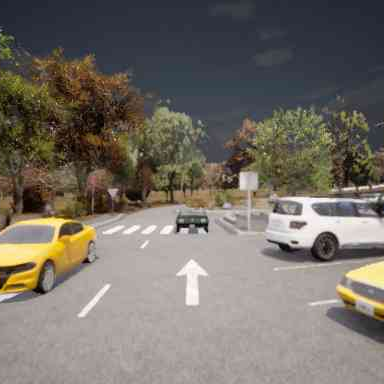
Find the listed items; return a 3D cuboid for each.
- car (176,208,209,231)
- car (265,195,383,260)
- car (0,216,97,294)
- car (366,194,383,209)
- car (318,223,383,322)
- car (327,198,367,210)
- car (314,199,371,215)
[{"bbox_3d":[-0.008,1.602,20.489,1.895,1.301,4.718,0,0,-1],"label":"car"},{"bbox_3d":[5.390,1.234,12.180,5.566,2.045,2.435,1,0,-20],"label":"car"},{"bbox_3d":[-4.086,1.478,8.992,1.882,1.535,5.008,0,0,1],"label":"car"},{"bbox_3d":[27.042,1.252,45.349,2.435,2.045,5.566,1,-1,-22],"label":"car"},{"bbox_3d":[5.200,1.480,6.087,5.366,1.575,1.946,1,0,-20],"label":"car"},{"bbox_3d":[20.958,1.531,45.231,2.163,1.488,4.792,0,-1,-21],"label":"car"},{"bbox_3d":[15.314,1.485,33.944,5.008,1.535,1.882,0,0,-3],"label":"car"}]
